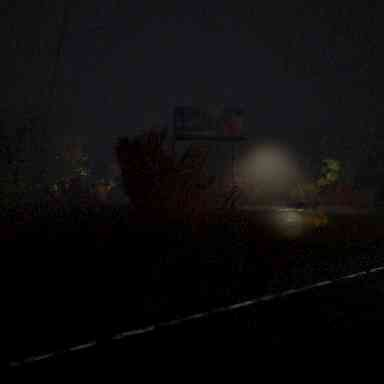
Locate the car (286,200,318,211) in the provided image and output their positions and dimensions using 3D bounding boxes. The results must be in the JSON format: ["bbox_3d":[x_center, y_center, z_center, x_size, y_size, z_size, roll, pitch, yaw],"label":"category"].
[{"bbox_3d":[14.990,1.780,45.328,1.994,1.385,4.181,0,0,-36],"label":"car"}]
